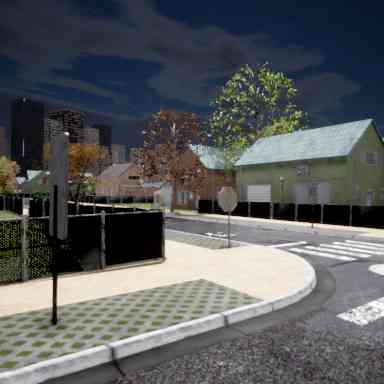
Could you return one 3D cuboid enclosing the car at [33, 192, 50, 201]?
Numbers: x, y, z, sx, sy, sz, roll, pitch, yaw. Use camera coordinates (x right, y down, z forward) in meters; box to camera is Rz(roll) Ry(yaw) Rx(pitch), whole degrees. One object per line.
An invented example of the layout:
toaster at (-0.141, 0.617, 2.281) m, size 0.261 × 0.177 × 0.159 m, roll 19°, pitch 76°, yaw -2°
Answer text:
car at (-20.350, 0.990, 45.819) m, size 2.150 × 2.045 × 5.566 m, roll 1°, pitch 0°, yaw -37°
